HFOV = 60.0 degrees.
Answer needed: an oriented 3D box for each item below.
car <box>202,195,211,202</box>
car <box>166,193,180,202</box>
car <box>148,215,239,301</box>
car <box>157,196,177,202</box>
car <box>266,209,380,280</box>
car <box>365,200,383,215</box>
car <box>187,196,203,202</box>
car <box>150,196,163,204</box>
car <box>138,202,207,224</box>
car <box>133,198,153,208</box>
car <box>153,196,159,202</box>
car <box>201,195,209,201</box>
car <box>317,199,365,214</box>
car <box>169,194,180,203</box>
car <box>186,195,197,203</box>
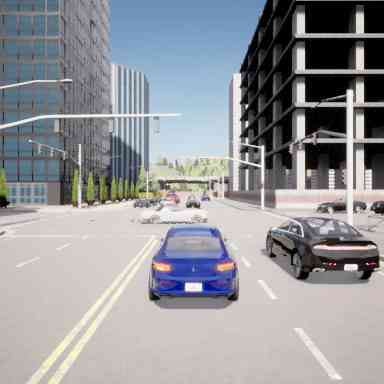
[{"bbox_3d":[3.347,1.522,77.827,1.812,1.442,4.674,0,0,0],"label":"car"},{"bbox_3d":[-3.693,1.221,60.038,2.150,2.045,5.566,0,0,0],"label":"car"},{"bbox_3d":[0.044,1.526,8.226,1.812,1.442,4.674,0,0,0],"label":"car"},{"bbox_3d":[-3.695,1.601,50.263,1.895,1.301,4.718,0,0,0],"label":"car"},{"bbox_3d":[3.560,1.492,9.949,2.128,1.511,4.902,0,0,-1],"label":"car"},{"bbox_3d":[19.762,1.166,31.054,5.566,2.045,2.150,0,0,0],"label":"car"},{"bbox_3d":[0.098,1.601,45.313,1.895,1.301,4.718,0,0,-1],"label":"car"},{"bbox_3d":[-7.151,1.547,67.525,2.033,1.411,5.357,0,0,0],"label":"car"},{"bbox_3d":[-1.178,1.573,23.623,4.718,1.301,1.895,0,0,-1],"label":"car"},{"bbox_3d":[-7.190,1.564,48.135,1.994,1.385,4.181,0,0,0],"label":"car"},{"bbox_3d":[-7.198,1.601,56.896,1.895,1.301,4.718,0,0,0],"label":"car"},{"bbox_3d":[3.329,1.483,86.902,1.837,1.490,4.892,0,0,0],"label":"car"},{"bbox_3d":[15.515,1.436,34.543,4.902,1.511,2.128,0,0,0],"label":"car"},{"bbox_3d":[-3.638,1.355,70.028,2.097,1.767,4.553,0,0,0],"label":"car"},{"bbox_3d":[-0.036,1.492,68.652,2.128,1.511,4.902,0,0,0],"label":"car"}]
